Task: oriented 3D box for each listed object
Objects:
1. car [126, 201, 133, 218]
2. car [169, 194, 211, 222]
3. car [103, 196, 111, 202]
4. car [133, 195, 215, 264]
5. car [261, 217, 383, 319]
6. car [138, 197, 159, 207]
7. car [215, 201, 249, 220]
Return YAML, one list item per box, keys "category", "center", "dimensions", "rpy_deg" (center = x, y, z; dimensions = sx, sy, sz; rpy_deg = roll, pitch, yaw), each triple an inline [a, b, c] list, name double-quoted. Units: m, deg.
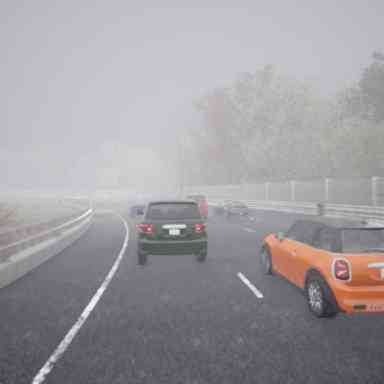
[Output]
- category: "car"
  center: [-4.945, 1.507, 30.922]
  dimensions: [1.882, 1.535, 5.008]
  rpy_deg: [0, 0, -17]
- category: "car"
  center: [-0.340, 1.231, 27.760]
  dimensions: [2.150, 2.045, 5.566]
  rpy_deg: [0, 0, -16]
- category: "car"
  center: [-21.422, 1.638, 83.947]
  dimensions: [1.812, 1.442, 4.674]
  rpy_deg: [0, 0, -12]
- category: "car"
  center: [-0.822, 1.228, 12.076]
  dimensions: [2.150, 2.045, 5.566]
  rpy_deg: [0, 0, -7]
- category: "car"
  center: [3.087, 1.341, 7.557]
  dimensions: [2.097, 1.767, 4.553]
  rpy_deg: [0, 0, -4]
- category: "car"
  center: [-6.986, 1.610, 53.340]
  dimensions: [1.994, 1.385, 4.181]
  rpy_deg: [0, 0, -27]
- category: "car"
  center: [3.141, 1.487, 28.025]
  dimensions: [2.128, 1.511, 4.902]
  rpy_deg: [0, 0, -15]
